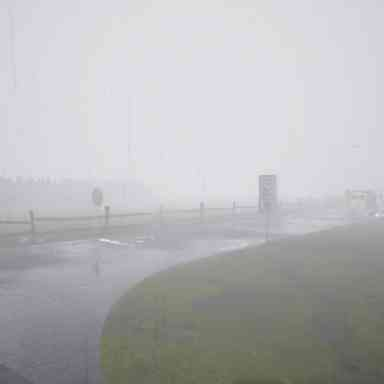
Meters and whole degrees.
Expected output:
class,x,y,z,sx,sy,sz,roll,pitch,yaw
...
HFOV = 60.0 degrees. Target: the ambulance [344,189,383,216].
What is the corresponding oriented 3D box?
class,x,y,z,sx,sy,sz,roll,pitch,yaw
ambulance,16.948,0.963,32.142,2.351,2.431,6.366,1,1,43
